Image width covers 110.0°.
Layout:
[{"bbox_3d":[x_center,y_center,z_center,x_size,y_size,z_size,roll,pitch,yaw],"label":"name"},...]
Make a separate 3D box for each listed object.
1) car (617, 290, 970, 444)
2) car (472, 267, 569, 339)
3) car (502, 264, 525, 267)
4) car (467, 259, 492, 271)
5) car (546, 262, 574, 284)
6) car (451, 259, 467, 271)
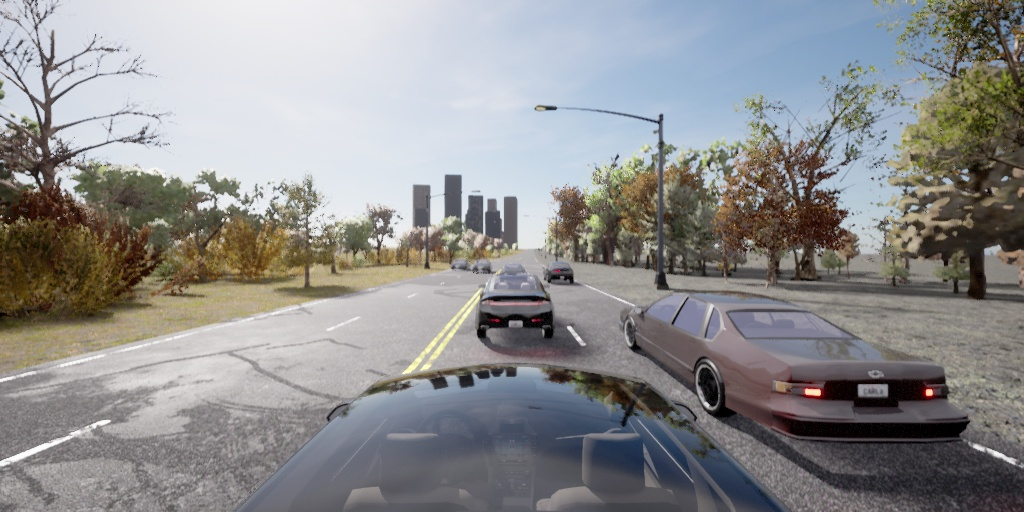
[{"bbox_3d":[3.342,1.273,5.836,2.033,1.411,5.357,0,0,0],"label":"car"},{"bbox_3d":[0.066,1.223,10.023,2.128,1.511,4.902,0,0,0],"label":"car"},{"bbox_3d":[0.103,1.242,26.773,1.994,1.385,4.181,0,0,0],"label":"car"},{"bbox_3d":[-3.239,1.093,39.427,2.128,1.511,4.902,-2,-1,1],"label":"car"},{"bbox_3d":[3.352,1.176,26.451,1.837,1.490,4.892,-1,0,0],"label":"car"},{"bbox_3d":[-6.377,1.092,44.679,2.128,1.511,4.902,0,0,1],"label":"car"}]
